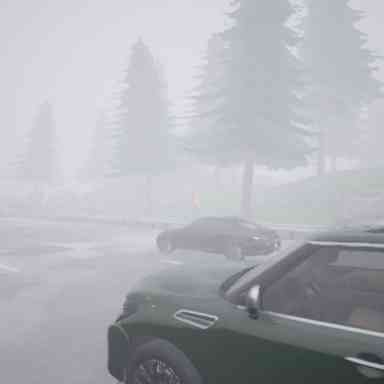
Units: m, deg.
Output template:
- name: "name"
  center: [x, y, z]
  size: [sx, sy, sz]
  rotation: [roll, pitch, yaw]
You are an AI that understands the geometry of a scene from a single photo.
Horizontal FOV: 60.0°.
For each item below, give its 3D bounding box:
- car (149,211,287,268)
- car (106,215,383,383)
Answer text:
- name: "car"
  center: [0.809, 1.541, 11.993]
  size: [4.674, 1.442, 1.812]
  rotation: [0, 0, 36]
- name: "car"
  center: [1.746, 1.223, 2.749]
  size: [5.566, 2.045, 2.150]
  rotation: [0, 0, 36]
